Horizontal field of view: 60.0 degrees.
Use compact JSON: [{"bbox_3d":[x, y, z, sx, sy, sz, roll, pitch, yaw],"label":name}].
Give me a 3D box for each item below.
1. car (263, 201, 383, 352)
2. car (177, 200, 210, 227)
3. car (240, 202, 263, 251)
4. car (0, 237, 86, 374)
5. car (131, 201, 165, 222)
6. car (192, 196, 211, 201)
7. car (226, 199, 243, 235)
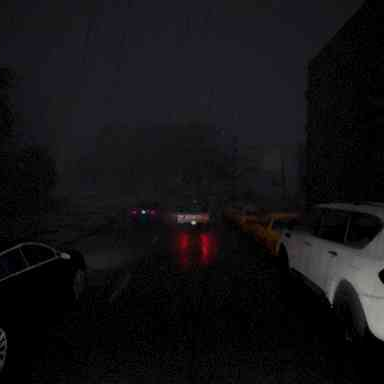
[{"bbox_3d":[3.217,1.179,6.217,2.435,2.045,5.566,0,0,0],"label":"car"},{"bbox_3d":[0.109,1.434,21.017,1.895,1.301,4.718,0,0,0],"label":"car"},{"bbox_3d":[3.216,1.381,12.028,1.946,1.575,5.366,0,0,0],"label":"car"},{"bbox_3d":[-3.154,1.449,5.165,2.128,1.511,4.902,0,0,0],"label":"car"},{"bbox_3d":[-3.101,1.354,24.155,2.033,1.411,5.357,0,0,1],"label":"car"},{"bbox_3d":[1.000,1.178,37.395,2.128,1.511,4.902,0,1,6],"label":"car"},{"bbox_3d":[3.212,1.337,17.553,1.946,1.575,5.366,0,0,0],"label":"car"}]
